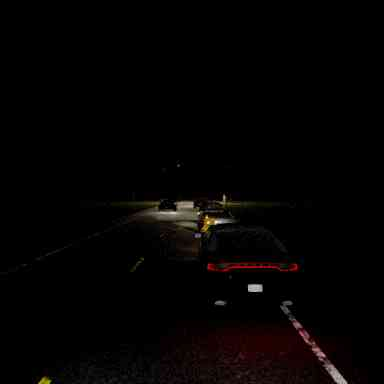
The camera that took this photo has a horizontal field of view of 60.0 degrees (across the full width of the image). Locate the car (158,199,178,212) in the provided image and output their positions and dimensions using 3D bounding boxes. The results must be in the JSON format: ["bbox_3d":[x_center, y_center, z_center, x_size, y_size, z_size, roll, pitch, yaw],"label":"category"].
[{"bbox_3d":[-2.726,1.545,38.626,1.994,1.385,4.181,0,0,2],"label":"car"}]

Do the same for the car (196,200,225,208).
[{"bbox_3d":[1.257,1.452,18.270,1.801,1.575,5.366,0,0,1],"label":"car"}]

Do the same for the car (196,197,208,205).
[{"bbox_3d":[1.856,1.557,57.877,1.895,1.301,4.718,0,0,4],"label":"car"}]

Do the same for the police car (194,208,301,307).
[{"bbox_3d":[1.097,1.425,8.220,1.930,1.638,5.238,0,0,1],"label":"police car"}]

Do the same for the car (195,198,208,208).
[{"bbox_3d":[1.397,1.471,24.060,1.882,1.535,5.008,0,0,2],"label":"car"}]

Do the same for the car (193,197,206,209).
[{"bbox_3d":[1.215,1.450,45.781,1.882,1.535,5.008,0,0,3],"label":"car"}]
